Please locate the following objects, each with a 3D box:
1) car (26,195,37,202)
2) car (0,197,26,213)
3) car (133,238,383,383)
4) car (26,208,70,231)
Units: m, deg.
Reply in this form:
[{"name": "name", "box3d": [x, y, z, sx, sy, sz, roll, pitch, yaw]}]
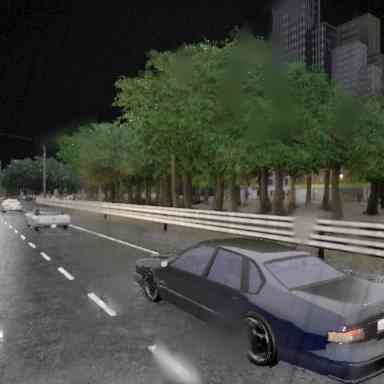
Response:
[{"name": "car", "box3d": [-40.021, 1.613, 83.188, 1.837, 1.490, 4.892, 0, 0, -5]}, {"name": "car", "box3d": [-20.677, 1.589, 38.117, 1.812, 1.442, 4.674, 0, 0, -34]}, {"name": "car", "box3d": [0.815, 1.557, 5.905, 2.033, 1.411, 5.357, 0, 0, -34]}, {"name": "car", "box3d": [-9.134, 1.633, 20.818, 1.895, 1.301, 4.718, 0, 0, -34]}]
